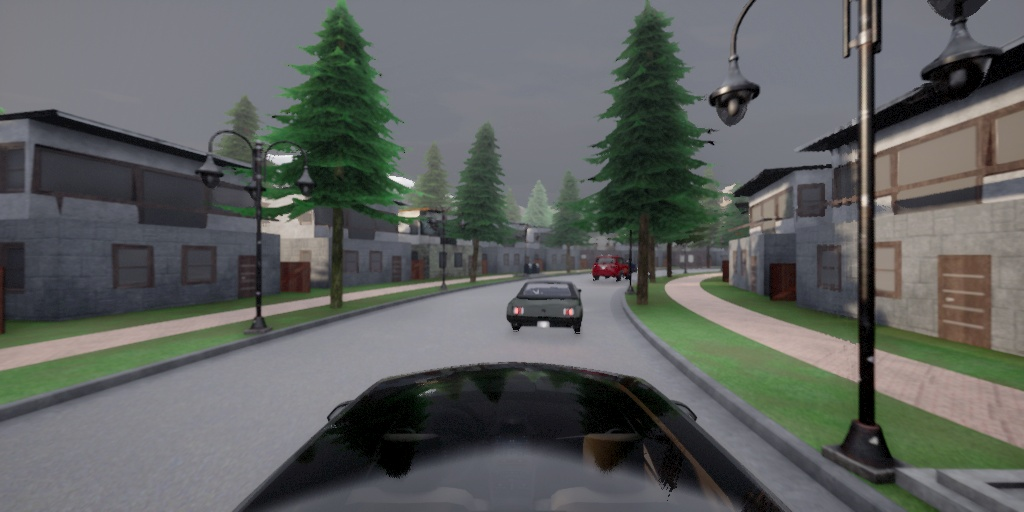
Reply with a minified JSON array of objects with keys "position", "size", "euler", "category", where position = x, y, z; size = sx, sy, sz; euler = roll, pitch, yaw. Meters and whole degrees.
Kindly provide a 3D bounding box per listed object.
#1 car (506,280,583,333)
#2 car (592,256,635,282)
[{"position":[1.156,1.371,10.845],"size":[1.895,1.301,4.718],"euler":[0,0,10],"category":"car"},{"position":[8.521,1.040,30.365],"size":[2.150,2.045,5.566],"euler":[0,0,30],"category":"car"}]
